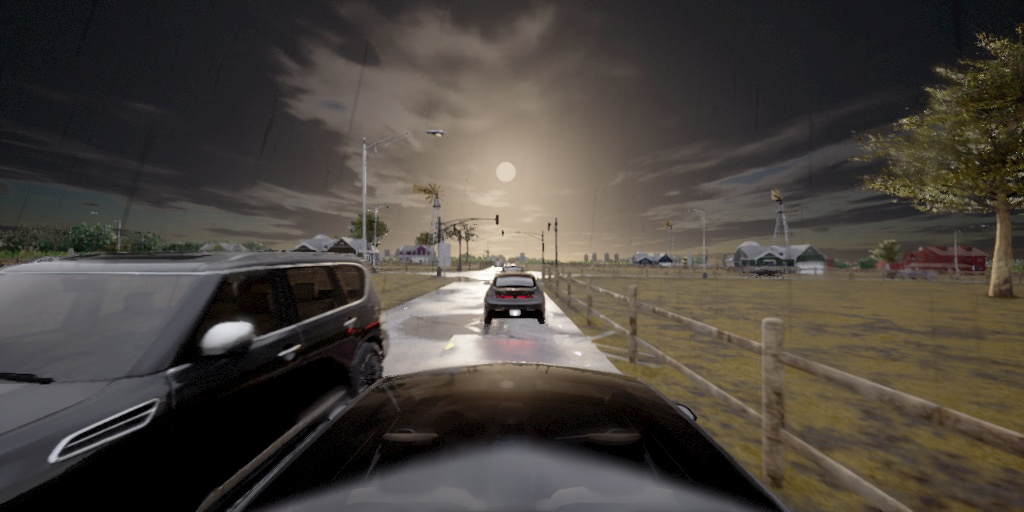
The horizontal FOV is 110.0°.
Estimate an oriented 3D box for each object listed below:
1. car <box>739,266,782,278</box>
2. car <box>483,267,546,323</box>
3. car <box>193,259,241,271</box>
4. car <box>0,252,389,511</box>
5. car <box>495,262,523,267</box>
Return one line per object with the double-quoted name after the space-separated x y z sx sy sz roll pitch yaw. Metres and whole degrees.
32.442 2.042 46.808 5.008 1.535 1.882 1 -2 0 "car"
0.080 1.296 12.267 1.837 1.490 4.892 0 0 0 "car"
-35.409 1.083 43.117 4.181 1.385 1.994 1 -2 0 "car"
-2.850 0.974 3.024 2.150 2.045 5.566 0 0 0 "car"
0.054 1.360 23.923 1.837 1.490 4.892 0 0 0 "car"
